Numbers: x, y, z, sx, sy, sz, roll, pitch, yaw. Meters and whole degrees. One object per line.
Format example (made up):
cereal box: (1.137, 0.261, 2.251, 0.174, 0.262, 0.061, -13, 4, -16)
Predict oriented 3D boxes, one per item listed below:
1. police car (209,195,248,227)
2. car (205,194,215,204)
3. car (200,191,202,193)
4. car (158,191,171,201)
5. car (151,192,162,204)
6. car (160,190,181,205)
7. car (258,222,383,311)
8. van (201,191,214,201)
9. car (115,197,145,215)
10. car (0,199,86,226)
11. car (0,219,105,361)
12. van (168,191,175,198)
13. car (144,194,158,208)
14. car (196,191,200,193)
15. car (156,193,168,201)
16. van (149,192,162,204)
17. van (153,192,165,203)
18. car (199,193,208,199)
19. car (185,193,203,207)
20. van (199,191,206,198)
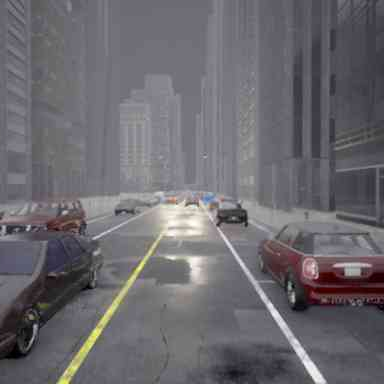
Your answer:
police car: (2.370, 1.263, 21.428, 1.930, 1.638, 5.238, 0, 0, 0)
car: (2.766, 1.274, 35.855, 1.887, 1.381, 4.507, 0, 0, 0)
car: (2.772, 1.055, 69.698, 1.802, 1.307, 4.206, 0, 0, 0)
car: (-5.755, 0.788, 69.694, 2.192, 1.841, 5.009, 0, 0, 0)
car: (-5.758, 1.170, 46.962, 1.752, 1.417, 4.829, 0, 0, 0)
car: (-3.072, 0.988, 48.056, 2.097, 1.767, 4.553, 0, 0, 0)
car: (2.761, 1.381, 7.651, 1.967, 1.590, 4.097, 0, 0, 0)
van: (2.768, 0.943, 52.775, 1.690, 1.788, 3.998, 0, 0, 0)
car: (-5.760, 1.337, 30.211, 1.947, 1.339, 4.313, 0, 0, 0)
car: (-5.764, 1.214, 13.287, 2.192, 1.841, 5.009, 0, 0, 0)
car: (-3.099, 1.500, 6.156, 2.033, 1.411, 5.357, 0, 0, 0)
van: (-5.751, 0.642, 92.257, 1.690, 1.788, 3.998, 0, 0, 0)
car: (-5.758, 1.237, 41.492, 2.008, 1.369, 4.403, 0, 0, 0)
car: (0.011, 1.054, 59.719, 1.837, 1.490, 4.892, 0, 0, 0)
car: (-5.755, 0.956, 64.053, 1.967, 1.590, 4.097, 0, 0, 0)
van: (-5.757, 0.942, 52.771, 1.690, 1.788, 3.998, 0, 0, 0)
van: (-5.756, 0.900, 58.412, 1.690, 1.788, 3.998, 0, 0, 0)
car: (2.773, 0.954, 80.979, 1.947, 1.339, 4.313, 0, 0, 0)
car: (0.055, 1.213, 44.199, 2.033, 1.411, 5.357, 0, 0, 0)
van: (2.774, 0.686, 86.618, 1.690, 1.788, 3.998, 0, 0, 0)
